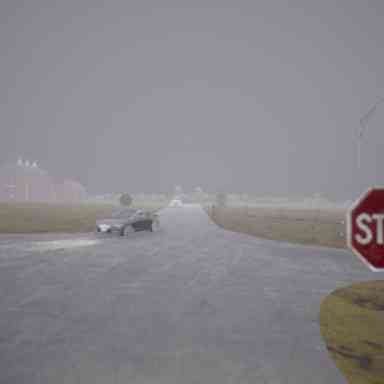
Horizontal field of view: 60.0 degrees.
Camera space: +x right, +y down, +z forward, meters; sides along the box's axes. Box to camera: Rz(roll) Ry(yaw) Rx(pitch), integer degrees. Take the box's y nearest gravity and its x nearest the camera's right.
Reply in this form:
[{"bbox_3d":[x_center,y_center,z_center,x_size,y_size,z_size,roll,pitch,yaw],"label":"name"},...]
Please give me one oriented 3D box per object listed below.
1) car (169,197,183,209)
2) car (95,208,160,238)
[{"bbox_3d":[-2.796,1.880,59.315,2.150,2.045,5.566,0,0,0],"label":"car"},{"bbox_3d":[-3.611,1.728,19.537,2.128,1.511,4.902,3,0,23],"label":"car"}]
